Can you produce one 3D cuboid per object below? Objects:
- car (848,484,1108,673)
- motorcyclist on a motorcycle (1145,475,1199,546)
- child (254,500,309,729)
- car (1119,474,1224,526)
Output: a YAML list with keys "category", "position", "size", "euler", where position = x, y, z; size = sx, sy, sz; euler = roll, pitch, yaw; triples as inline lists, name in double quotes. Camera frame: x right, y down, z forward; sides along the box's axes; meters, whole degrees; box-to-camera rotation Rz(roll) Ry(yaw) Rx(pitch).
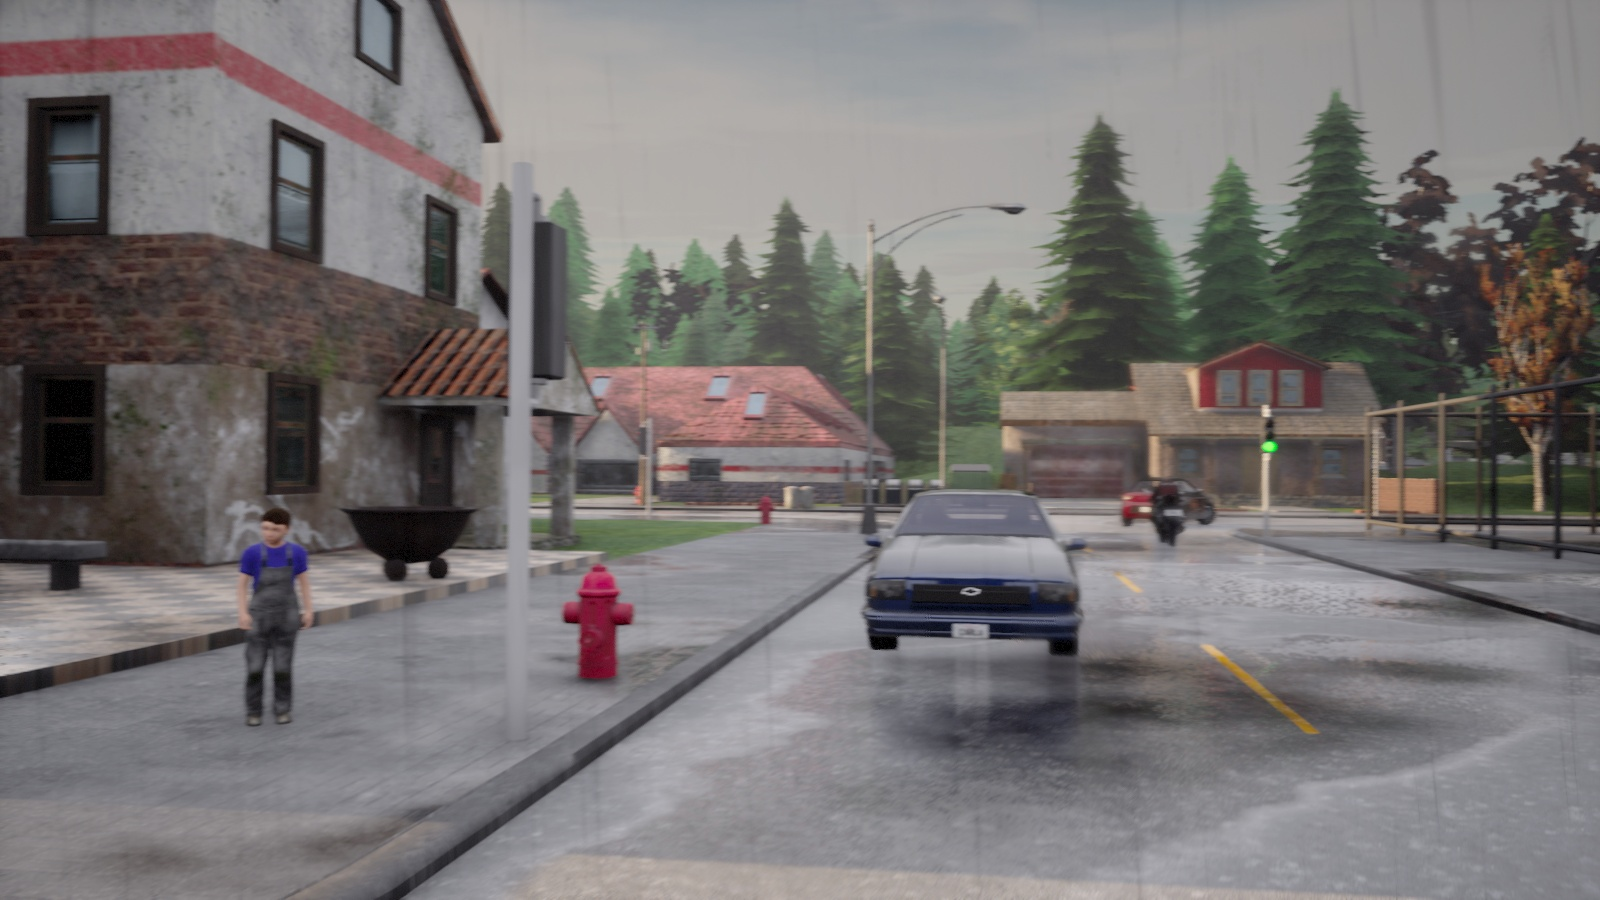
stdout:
- category: "car"
  position: [1.804, 1.074, 12.565]
  size: [2.033, 1.411, 5.357]
  euler: [0, -1, 9]
- category: "motorcyclist on a motorcycle"
  position: [8.317, 1.325, 28.156]
  size: [0.866, 1.530, 2.191]
  euler: [0, -1, 9]
- category: "child"
  position: [-2.991, 0.923, 7.235]
  size: [0.270, 1.263, 0.437]
  euler: [0, -1, -25]
- category: "car"
  position: [11.268, 1.468, 37.905]
  size: [1.816, 1.474, 4.193]
  euler: [-1, -1, 35]
